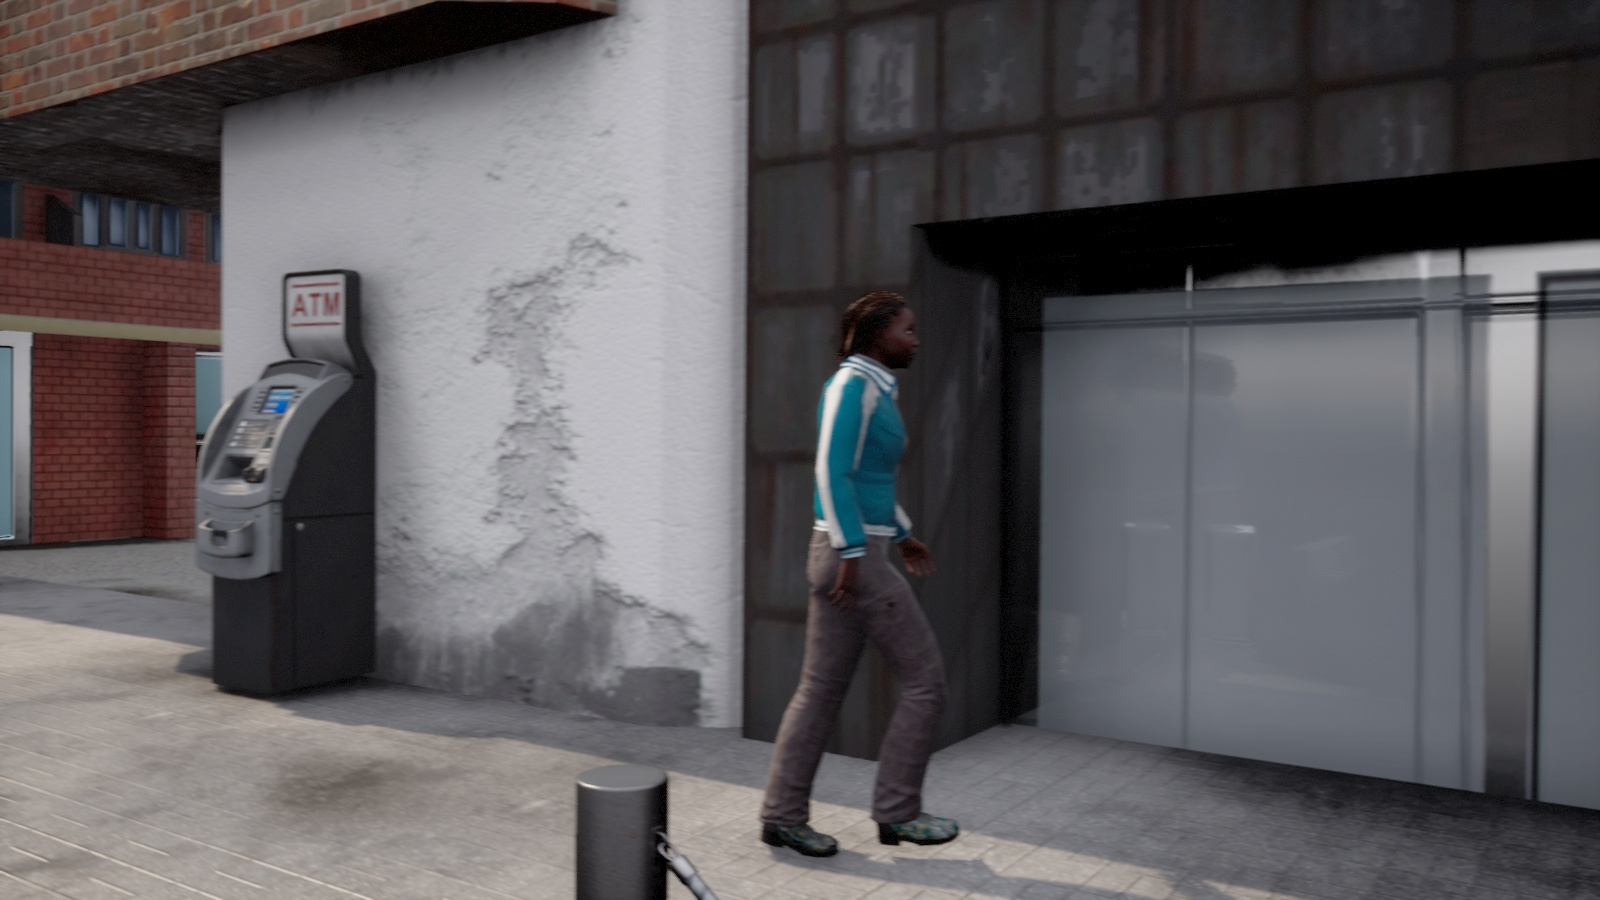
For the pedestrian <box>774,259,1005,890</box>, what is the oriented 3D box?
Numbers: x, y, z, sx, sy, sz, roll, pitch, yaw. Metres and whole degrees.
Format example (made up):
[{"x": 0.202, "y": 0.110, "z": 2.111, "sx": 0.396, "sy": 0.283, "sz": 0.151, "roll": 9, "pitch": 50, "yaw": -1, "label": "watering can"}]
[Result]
[{"x": 0.278, "y": 0.384, "z": 4.043, "sx": 0.692, "sy": 1.930, "sz": 0.396, "roll": -1, "pitch": 1, "yaw": 1, "label": "pedestrian"}]
